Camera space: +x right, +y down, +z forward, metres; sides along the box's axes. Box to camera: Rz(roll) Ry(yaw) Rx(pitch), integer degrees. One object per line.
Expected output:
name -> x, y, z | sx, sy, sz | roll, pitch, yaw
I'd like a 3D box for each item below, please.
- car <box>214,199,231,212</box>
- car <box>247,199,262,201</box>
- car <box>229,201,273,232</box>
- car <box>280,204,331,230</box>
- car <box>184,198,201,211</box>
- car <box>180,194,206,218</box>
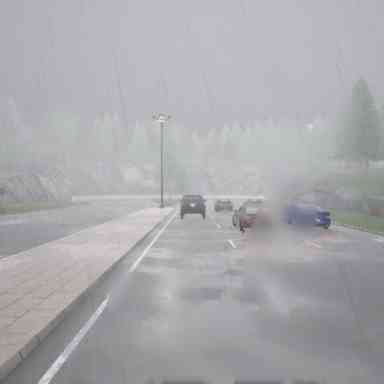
car -> 3.599, 1.491, 38.419 | 2.128, 1.511, 4.902 | 0, 0, 0
car -> 7.099, 1.491, 38.317 | 2.128, 1.511, 4.902 | 0, 0, 0
car -> 3.600, 1.526, 20.157 | 1.812, 1.442, 4.674 | 0, 0, 0
car -> 7.101, 1.478, 21.282 | 1.882, 1.535, 5.008 | 0, 0, 0
car -> 0.090, 1.547, 42.642 | 2.033, 1.411, 5.357 | 0, 0, 0
car -> 0.092, 1.224, 30.272 | 2.150, 2.045, 5.566 | 0, 0, 0
